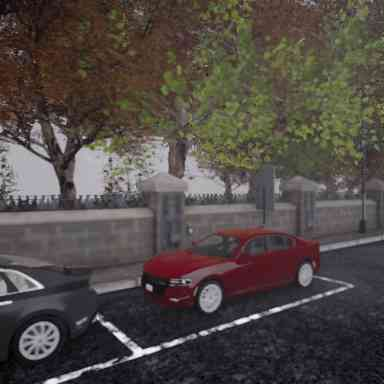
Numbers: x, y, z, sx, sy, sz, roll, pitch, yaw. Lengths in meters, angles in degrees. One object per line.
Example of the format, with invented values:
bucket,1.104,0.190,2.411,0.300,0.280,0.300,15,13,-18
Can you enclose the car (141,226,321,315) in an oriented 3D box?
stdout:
car,1.041,1.505,7.460,4.507,1.381,1.887,-1,1,-36

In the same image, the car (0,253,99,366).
car,-3.438,1.554,4.200,4.403,1.369,2.008,-1,1,-36
